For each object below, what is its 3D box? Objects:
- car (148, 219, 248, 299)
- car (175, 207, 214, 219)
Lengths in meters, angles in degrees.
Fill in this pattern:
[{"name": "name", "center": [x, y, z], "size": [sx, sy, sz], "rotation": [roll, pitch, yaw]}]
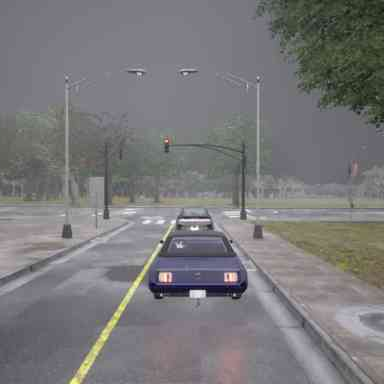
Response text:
[{"name": "car", "center": [0.111, 1.607, 8.388], "size": [1.895, 1.301, 4.718], "rotation": [0, 0, 0]}, {"name": "car", "center": [0.124, 1.519, 17.648], "size": [2.128, 1.511, 4.902], "rotation": [0, 0, 0]}]
